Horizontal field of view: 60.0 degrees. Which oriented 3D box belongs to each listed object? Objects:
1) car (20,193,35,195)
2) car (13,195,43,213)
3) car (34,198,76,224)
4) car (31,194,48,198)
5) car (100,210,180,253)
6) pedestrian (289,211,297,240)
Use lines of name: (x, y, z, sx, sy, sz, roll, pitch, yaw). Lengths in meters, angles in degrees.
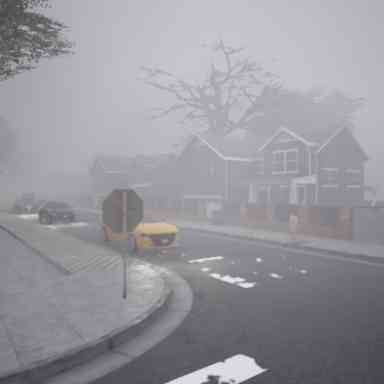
car: (-24.773, 1.114, 49.838, 2.150, 2.045, 5.566, 0, 0, -36)
car: (-17.838, 1.420, 35.552, 2.128, 1.511, 4.902, 0, 0, -36)
car: (-10.248, 1.471, 25.116, 1.837, 1.490, 4.892, 0, 0, -36)
car: (-18.542, 1.388, 41.382, 1.882, 1.535, 5.008, 0, 0, -35)
car: (-2.385, 1.497, 14.254, 1.882, 1.535, 5.008, 0, 1, -34)
pedestrian: (4.522, 1.446, 14.814, 0.375, 1.300, 0.375, 0, 0, -36)
